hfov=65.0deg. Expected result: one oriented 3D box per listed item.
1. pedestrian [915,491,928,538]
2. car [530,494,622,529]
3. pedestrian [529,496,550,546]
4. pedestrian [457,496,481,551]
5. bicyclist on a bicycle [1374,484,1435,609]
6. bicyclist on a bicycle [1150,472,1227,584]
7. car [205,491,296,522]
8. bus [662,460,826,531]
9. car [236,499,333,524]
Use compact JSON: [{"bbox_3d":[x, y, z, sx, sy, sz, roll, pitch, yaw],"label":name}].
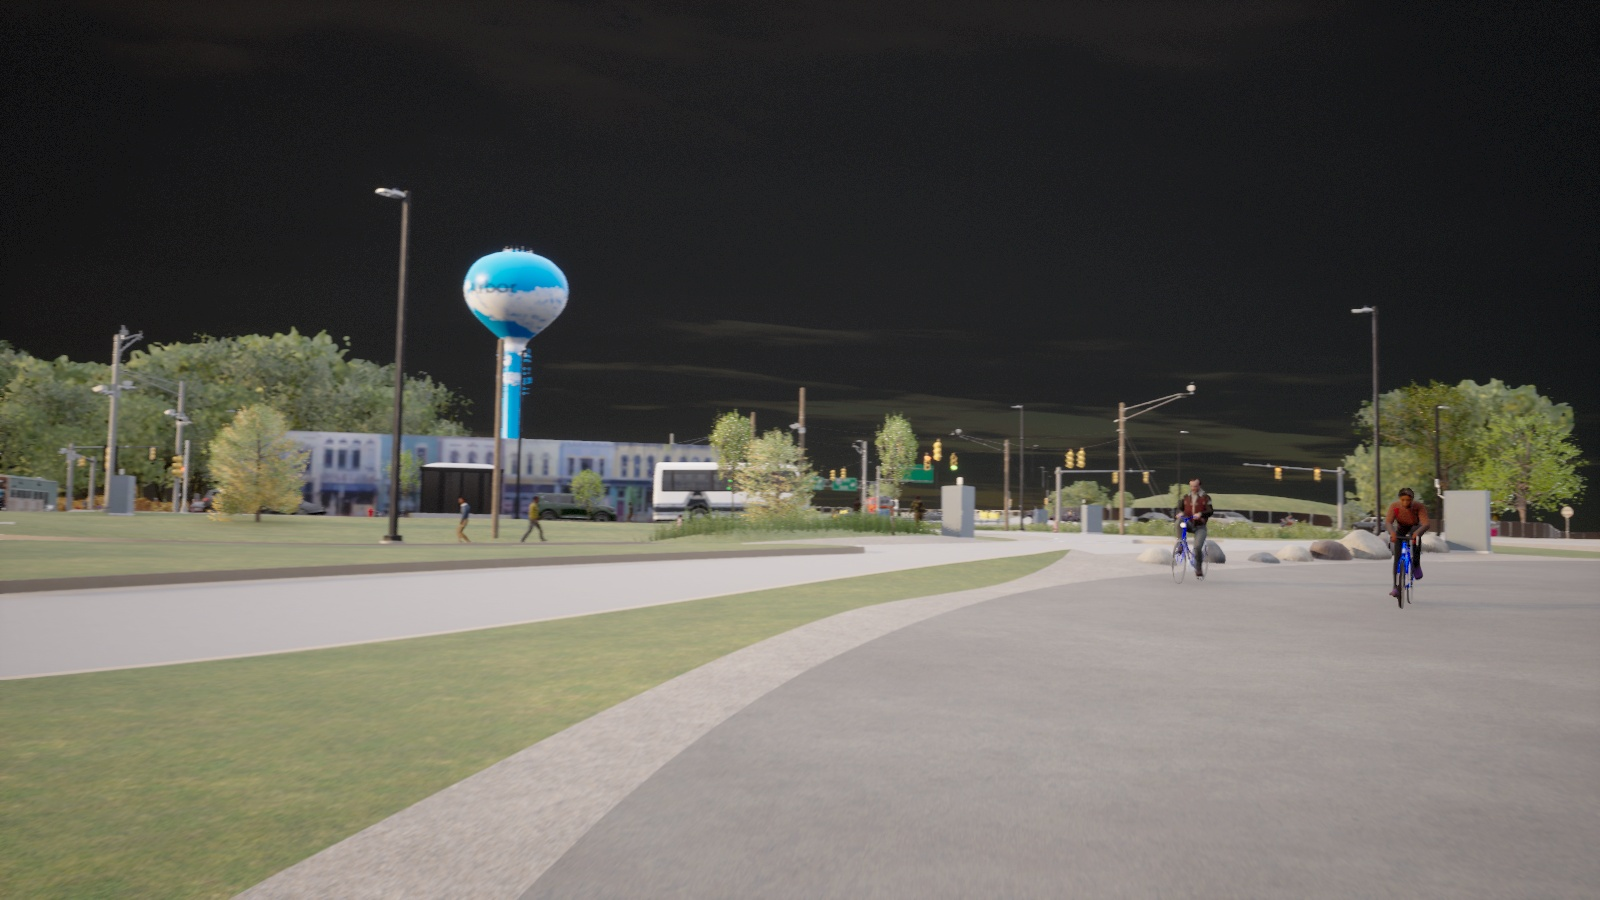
[{"bbox_3d":[5.076,2.700,52.465,0.395,1.930,0.692,1,-4,-6],"label":"pedestrian"},{"bbox_3d":[-14.205,3.917,79.646,5.566,2.045,2.150,2,-4,-14],"label":"car"},{"bbox_3d":[-9.703,2.658,46.754,0.709,1.840,0.431,2,-4,-17],"label":"pedestrian"},{"bbox_3d":[-11.889,2.631,45.122,0.788,1.949,0.423,2,-4,-16],"label":"pedestrian"},{"bbox_3d":[8.284,1.277,17.171,0.582,1.620,1.656,0,-1,31],"label":"bicyclist on a bicycle"},{"bbox_3d":[6.485,1.285,20.882,0.659,1.776,1.843,0,-3,35],"label":"bicyclist on a bicycle"},{"bbox_3d":[-32.718,3.379,74.895,4.611,1.667,2.242,2,-4,-14],"label":"car"},{"bbox_3d":[-3.721,2.995,81.551,10.273,4.253,3.944,0,-6,-7],"label":"bus"},{"bbox_3d":[-32.400,3.895,79.096,5.357,1.411,2.033,2,-4,-13],"label":"car"}]
